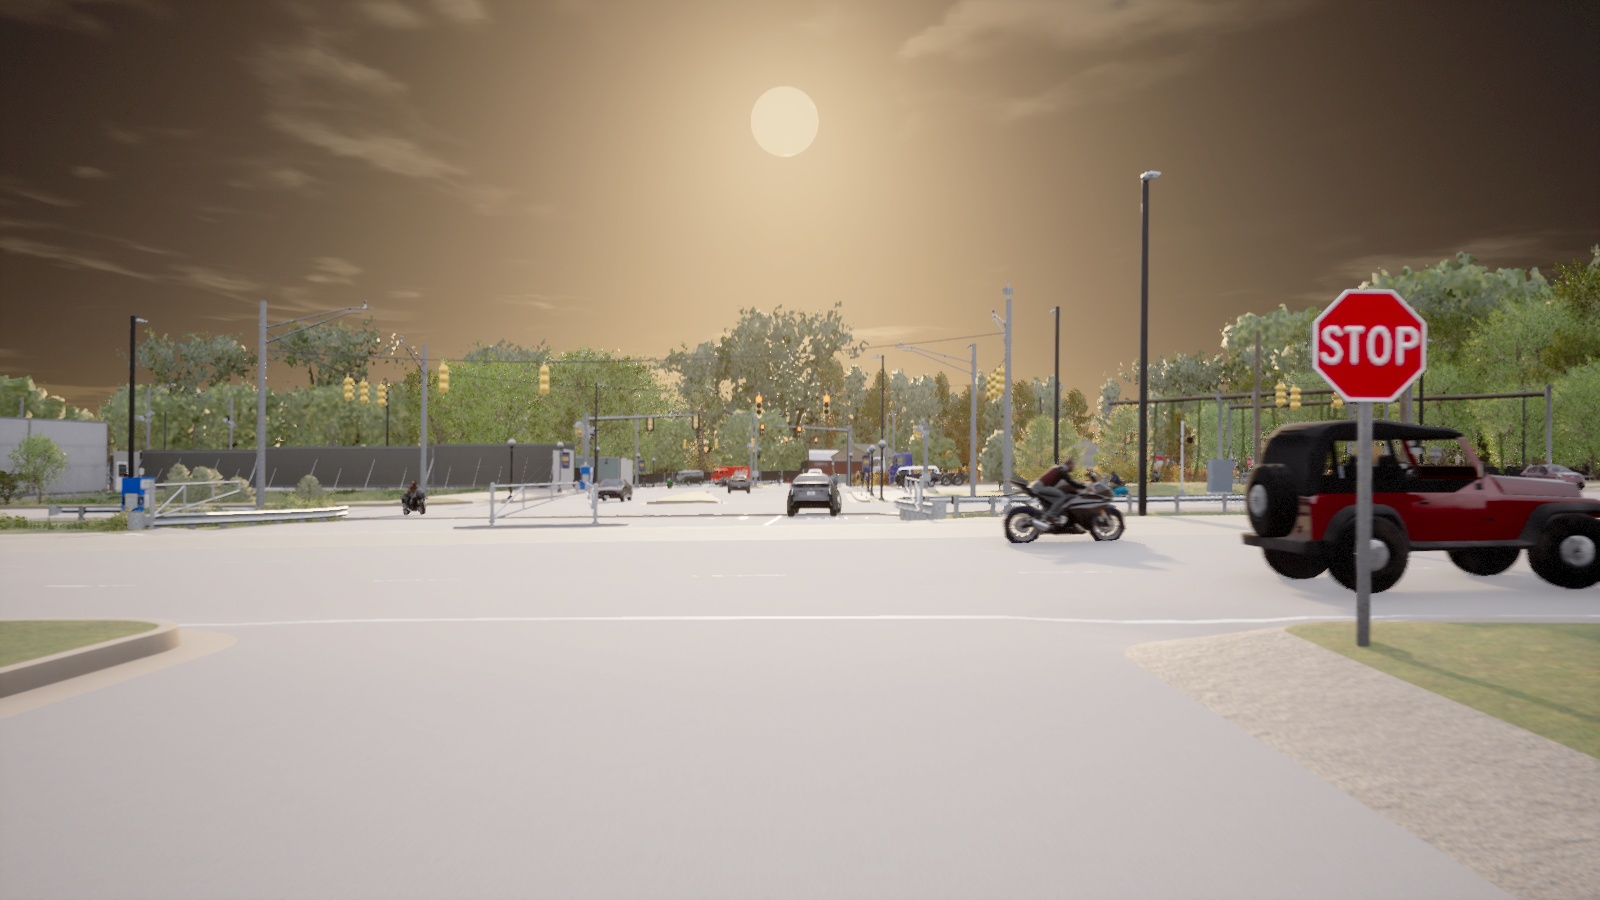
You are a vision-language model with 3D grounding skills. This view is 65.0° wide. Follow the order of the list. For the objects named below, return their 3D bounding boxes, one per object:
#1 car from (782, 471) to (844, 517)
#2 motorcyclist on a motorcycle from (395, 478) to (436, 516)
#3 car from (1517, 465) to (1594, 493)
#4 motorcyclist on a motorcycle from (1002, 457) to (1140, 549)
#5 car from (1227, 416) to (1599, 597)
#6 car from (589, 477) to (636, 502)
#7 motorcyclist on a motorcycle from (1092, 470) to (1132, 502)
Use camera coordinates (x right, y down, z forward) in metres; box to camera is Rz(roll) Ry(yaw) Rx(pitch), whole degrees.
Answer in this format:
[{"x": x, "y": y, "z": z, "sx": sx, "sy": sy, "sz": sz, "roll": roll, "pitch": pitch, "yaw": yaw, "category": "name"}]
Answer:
[{"x": 0.531, "y": 1.573, "z": 46.068, "sx": 2.007, "sy": 1.525, "sz": 4.514, "roll": -1, "pitch": -1, "yaw": 3, "category": "car"}, {"x": -16.501, "y": 2.013, "z": 53.855, "sx": 0.797, "sy": 1.523, "sz": 2.044, "roll": -2, "pitch": -2, "yaw": -43, "category": "motorcyclist on a motorcycle"}, {"x": 41.199, "y": 1.610, "z": 68.577, "sx": 1.845, "sy": 1.501, "sz": 3.633, "roll": 0, "pitch": -2, "yaw": -3, "category": "car"}, {"x": 4.718, "y": 0.908, "z": 21.927, "sx": 2.191, "sy": 1.530, "sz": 0.866, "roll": -1, "pitch": 1, "yaw": -9, "category": "motorcyclist on a motorcycle"}, {"x": 7.142, "y": 0.596, "z": 14.288, "sx": 3.866, "sy": 1.878, "sz": 1.905, "roll": -1, "pitch": 0, "yaw": -4, "category": "car"}, {"x": -11.245, "y": 2.355, "z": 75.720, "sx": 2.033, "sy": 1.411, "sz": 5.357, "roll": 0, "pitch": -1, "yaw": 0, "category": "car"}, {"x": 15.777, "y": 1.821, "z": 63.511, "sx": 1.817, "sy": 1.590, "sz": 0.866, "roll": -1, "pitch": 0, "yaw": 0, "category": "motorcyclist on a motorcycle"}]
